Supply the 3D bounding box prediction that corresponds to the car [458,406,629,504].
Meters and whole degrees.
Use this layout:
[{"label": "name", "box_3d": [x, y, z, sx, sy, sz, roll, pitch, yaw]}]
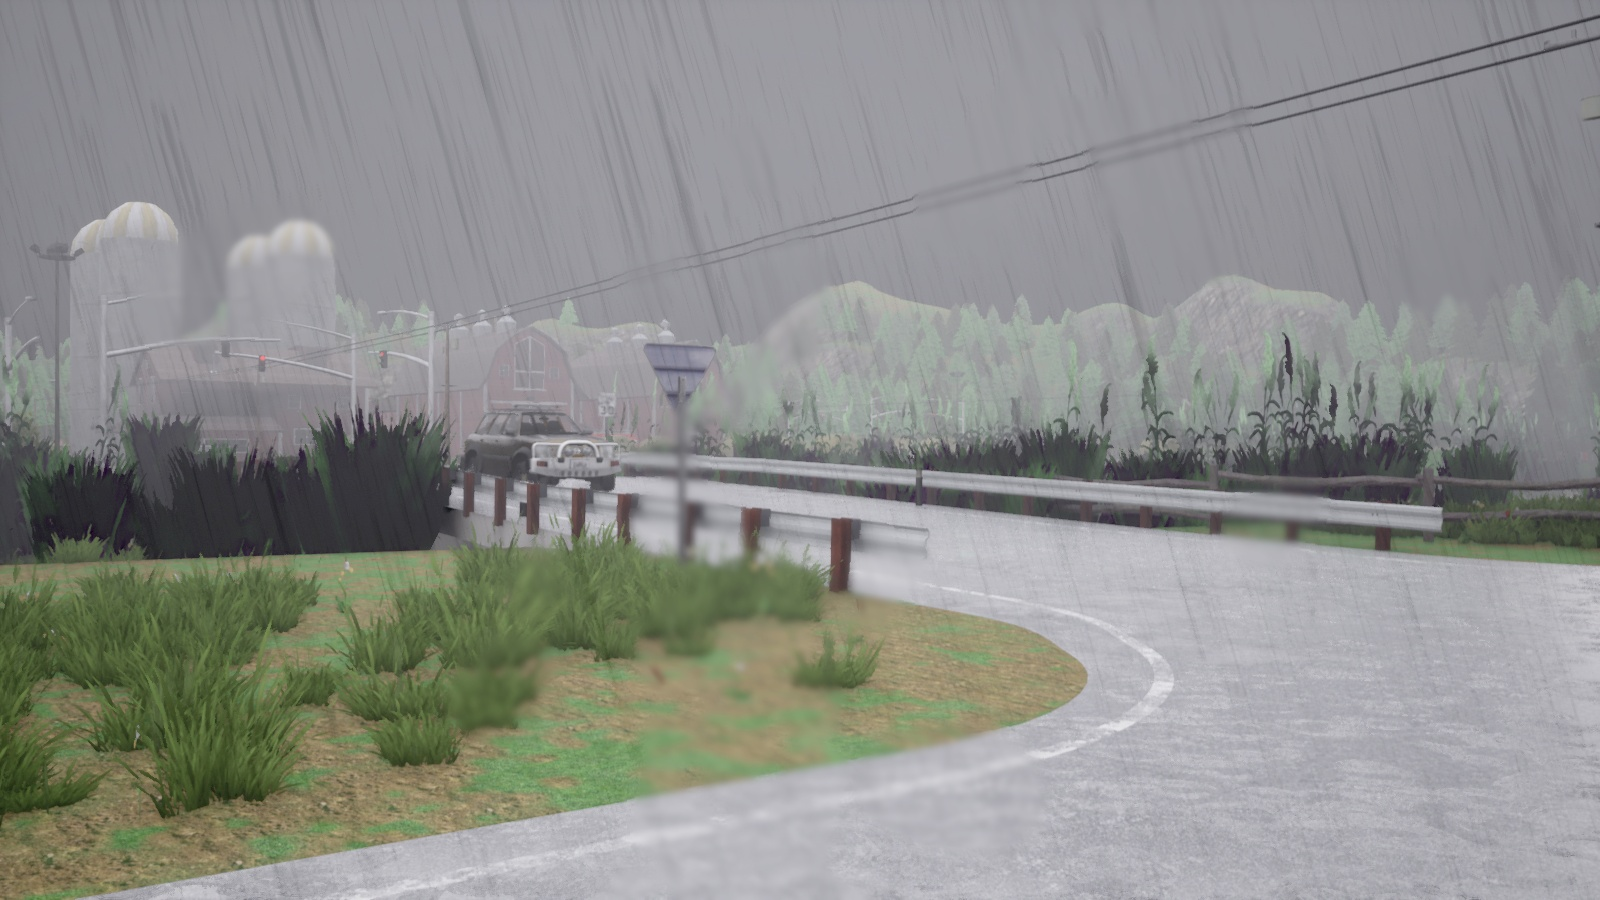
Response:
[{"label": "car", "box_3d": [-5.434, 0.031, 26.123, 1.932, 1.855, 4.605, 0, 2, -33]}]
